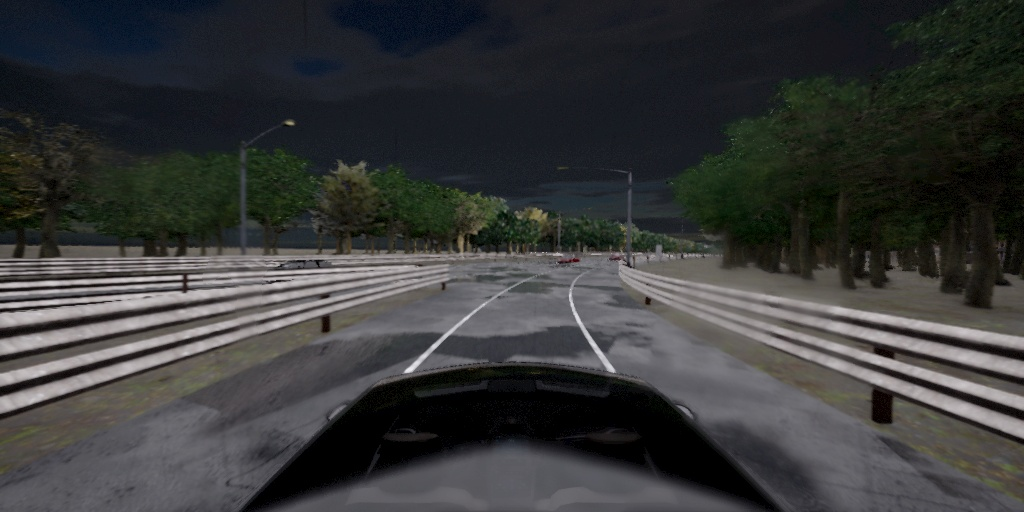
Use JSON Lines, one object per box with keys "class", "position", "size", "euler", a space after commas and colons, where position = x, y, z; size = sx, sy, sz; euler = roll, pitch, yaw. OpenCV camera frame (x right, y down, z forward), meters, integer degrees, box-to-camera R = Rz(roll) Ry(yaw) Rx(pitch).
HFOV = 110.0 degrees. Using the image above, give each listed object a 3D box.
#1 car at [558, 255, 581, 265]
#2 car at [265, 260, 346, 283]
{"class": "car", "position": [8.427, 0.567, 52.105], "size": [1.895, 1.301, 4.718], "euler": [2, 2, 32]}
{"class": "car", "position": [-11.300, 0.988, 20.613], "size": [1.837, 1.490, 4.892], "euler": [2, 2, 32]}
